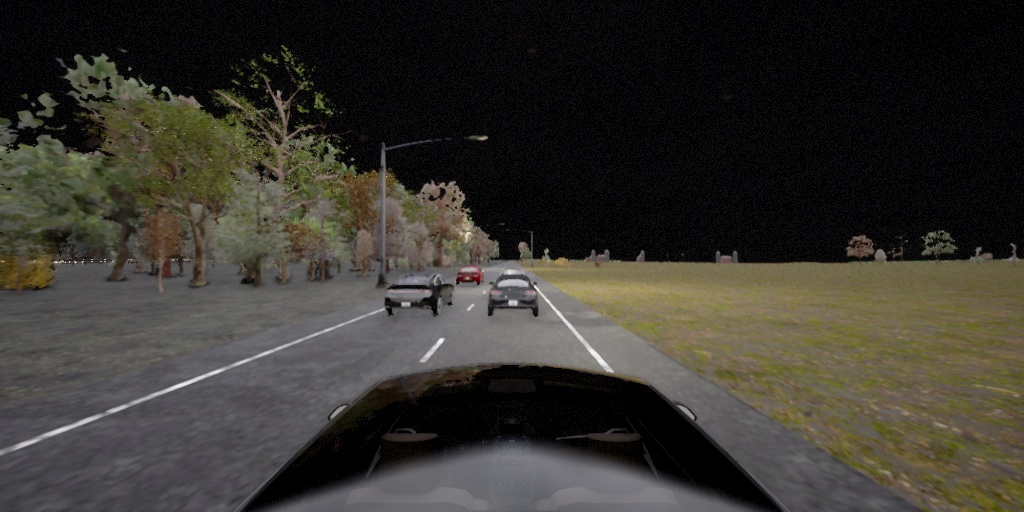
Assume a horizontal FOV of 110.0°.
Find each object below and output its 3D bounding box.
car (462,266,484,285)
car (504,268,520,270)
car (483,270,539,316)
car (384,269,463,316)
[{"bbox_3d":[-3.442,1.611,30.371,1.882,1.535,5.008,0,0,1],"label":"car"},{"bbox_3d":[0.024,1.636,27.014,2.033,1.411,5.357,0,-1,0],"label":"car"},{"bbox_3d":[0.045,1.443,14.170,1.812,1.442,4.674,0,-1,0],"label":"car"},{"bbox_3d":[-3.456,1.408,14.173,2.128,1.511,4.902,0,-1,0],"label":"car"}]
